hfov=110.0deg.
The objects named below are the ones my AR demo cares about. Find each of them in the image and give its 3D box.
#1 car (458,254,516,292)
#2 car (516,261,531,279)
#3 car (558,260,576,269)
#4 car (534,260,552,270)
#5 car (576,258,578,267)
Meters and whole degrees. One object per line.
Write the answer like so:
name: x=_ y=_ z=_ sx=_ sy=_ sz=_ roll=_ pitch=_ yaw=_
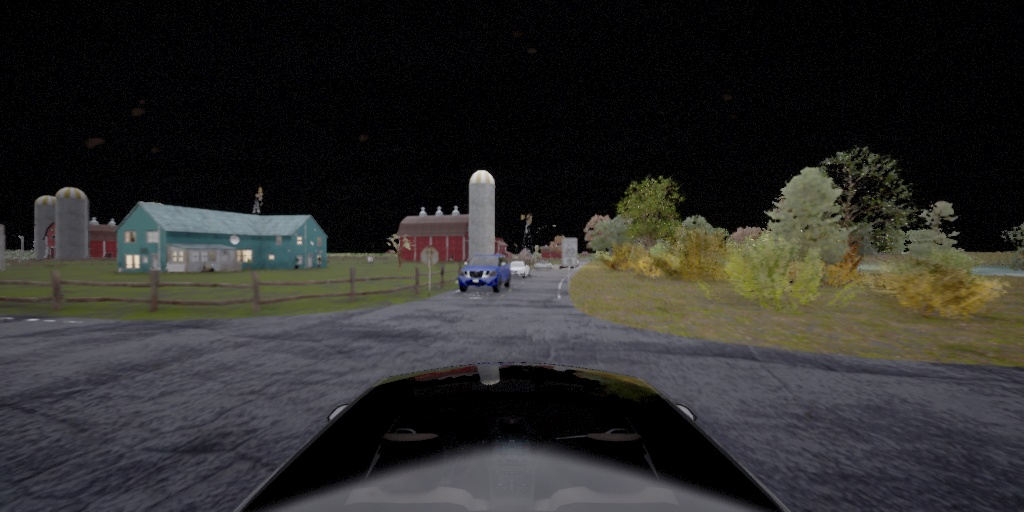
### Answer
car: x=-1.422 y=0.906 z=20.993 sx=2.150 sy=2.045 sz=5.566 roll=0 pitch=0 yaw=9
car: x=0.513 y=1.184 z=32.115 sx=1.812 sy=1.442 sz=4.674 roll=0 pitch=0 yaw=12
car: x=7.878 y=1.242 z=51.991 sx=1.895 sy=1.301 sz=4.718 roll=0 pitch=0 yaw=13
car: x=4.221 y=1.227 z=48.622 sx=1.895 sy=1.301 sz=4.718 roll=0 pitch=0 yaw=13
car: x=10.108 y=0.856 z=61.744 sx=2.150 sy=2.045 sz=5.566 roll=0 pitch=0 yaw=13
